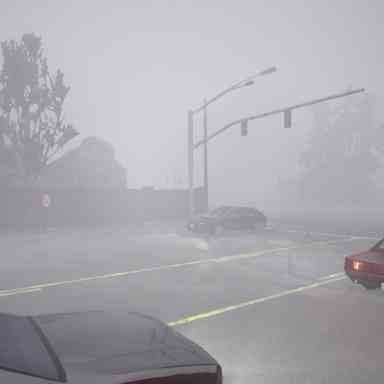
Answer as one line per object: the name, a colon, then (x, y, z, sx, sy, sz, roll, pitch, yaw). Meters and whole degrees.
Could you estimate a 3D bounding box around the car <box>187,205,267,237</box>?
car: (1.982, 1.502, 18.204, 4.892, 1.490, 1.837, 1, 0, -35)

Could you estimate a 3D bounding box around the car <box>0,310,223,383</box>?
car: (-2.258, 1.547, 2.127, 5.357, 1.411, 2.033, 0, 0, -36)

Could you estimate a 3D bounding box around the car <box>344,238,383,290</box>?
car: (5.708, 1.597, 7.801, 4.718, 1.301, 1.895, 0, 0, -35)
